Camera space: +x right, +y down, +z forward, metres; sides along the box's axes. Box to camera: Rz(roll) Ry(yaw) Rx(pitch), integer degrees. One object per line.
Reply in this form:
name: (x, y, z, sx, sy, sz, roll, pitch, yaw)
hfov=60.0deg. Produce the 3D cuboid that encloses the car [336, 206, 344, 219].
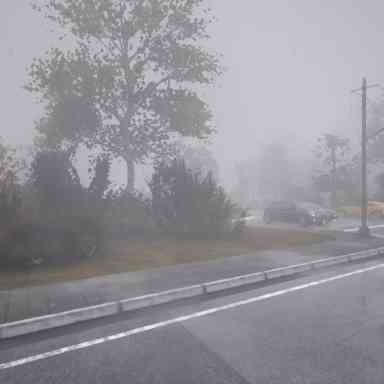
car: (9.212, 1.594, 26.889, 1.837, 1.490, 4.892, 0, -1, -42)

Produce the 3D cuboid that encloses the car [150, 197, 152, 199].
car: (-6.115, 1.849, 53.042, 5.566, 2.045, 2.150, -2, -1, 40)

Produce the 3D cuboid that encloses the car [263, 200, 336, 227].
car: (7.313, 1.426, 23.643, 2.097, 1.767, 4.553, 0, -1, -38)

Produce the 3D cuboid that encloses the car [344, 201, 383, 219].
car: (15.649, 1.550, 30.069, 1.882, 1.535, 5.008, -1, 0, -37)

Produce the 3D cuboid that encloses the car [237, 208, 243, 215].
car: (3.501, 1.781, 33.716, 1.994, 1.385, 4.181, 0, -1, -42)
